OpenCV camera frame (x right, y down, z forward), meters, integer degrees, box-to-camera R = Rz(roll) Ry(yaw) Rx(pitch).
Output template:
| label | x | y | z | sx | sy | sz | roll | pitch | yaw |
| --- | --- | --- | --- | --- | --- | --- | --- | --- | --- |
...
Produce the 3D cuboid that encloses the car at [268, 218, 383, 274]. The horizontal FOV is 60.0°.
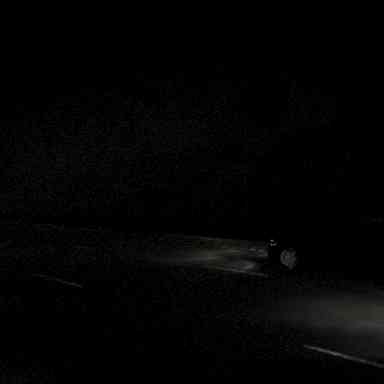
| label | x | y | z | sx | sy | sz | roll | pitch | yaw |
| --- | --- | --- | --- | --- | --- | --- | --- | --- | --- |
| car | 4.625 | 1.464 | 9.329 | 5.008 | 1.535 | 1.882 | 0 | 0 | 35 |
